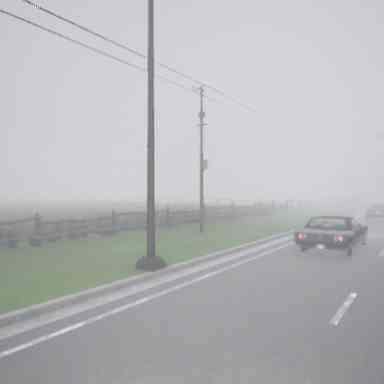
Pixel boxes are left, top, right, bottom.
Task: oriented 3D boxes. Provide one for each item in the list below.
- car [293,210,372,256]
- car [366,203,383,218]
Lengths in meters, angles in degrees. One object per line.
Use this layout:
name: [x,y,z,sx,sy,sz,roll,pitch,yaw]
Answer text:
car: [5.700,1.597,13.284,1.895,1.301,4.718,0,0,35]
car: [15.649,1.556,27.496,1.994,1.385,4.181,0,0,35]
